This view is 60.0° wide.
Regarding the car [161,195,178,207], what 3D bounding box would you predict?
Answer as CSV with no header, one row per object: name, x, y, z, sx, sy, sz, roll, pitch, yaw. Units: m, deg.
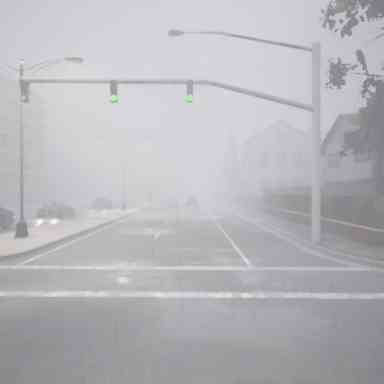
car,-3.500,1.414,49.299,1.812,1.442,4.674,0,0,0

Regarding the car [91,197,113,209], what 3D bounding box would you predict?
car,-11.574,1.408,42.904,1.837,1.490,4.892,0,0,0

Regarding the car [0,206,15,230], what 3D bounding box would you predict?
car,-11.592,1.450,18.054,2.128,1.511,4.902,0,0,0

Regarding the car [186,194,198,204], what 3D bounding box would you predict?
car,0.000,1.218,59.269,2.097,1.767,4.553,0,0,0

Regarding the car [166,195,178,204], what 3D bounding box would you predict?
car,-3.500,1.343,59.299,1.882,1.535,5.008,0,0,0

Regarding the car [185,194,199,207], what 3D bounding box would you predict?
car,0.000,1.394,48.883,1.837,1.490,4.892,0,0,0

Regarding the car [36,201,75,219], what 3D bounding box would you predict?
car,-11.596,1.497,28.438,1.994,1.385,4.181,0,0,-1
